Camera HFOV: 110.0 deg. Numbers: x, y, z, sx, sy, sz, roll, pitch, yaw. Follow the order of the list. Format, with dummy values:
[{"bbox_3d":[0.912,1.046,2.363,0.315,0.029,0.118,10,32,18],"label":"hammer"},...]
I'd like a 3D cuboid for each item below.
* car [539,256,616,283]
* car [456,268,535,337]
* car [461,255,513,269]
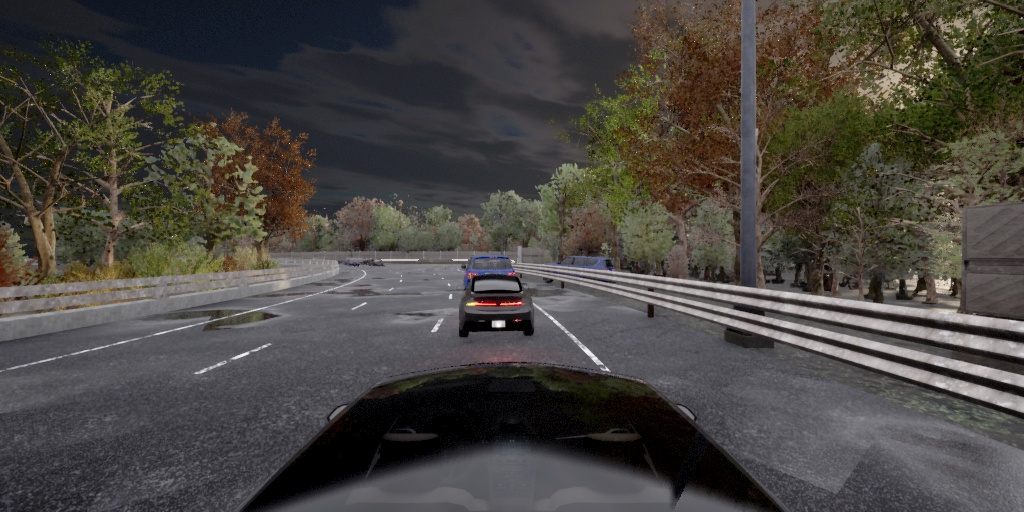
[{"bbox_3d":[4.610,1.002,25.481,5.566,2.045,2.150,5,1,37],"label":"car"},{"bbox_3d":[-0.521,1.255,10.334,1.837,1.490,4.892,0,0,-5],"label":"car"},{"bbox_3d":[-1.170,0.971,17.008,2.150,2.045,5.566,0,0,-9],"label":"car"}]
